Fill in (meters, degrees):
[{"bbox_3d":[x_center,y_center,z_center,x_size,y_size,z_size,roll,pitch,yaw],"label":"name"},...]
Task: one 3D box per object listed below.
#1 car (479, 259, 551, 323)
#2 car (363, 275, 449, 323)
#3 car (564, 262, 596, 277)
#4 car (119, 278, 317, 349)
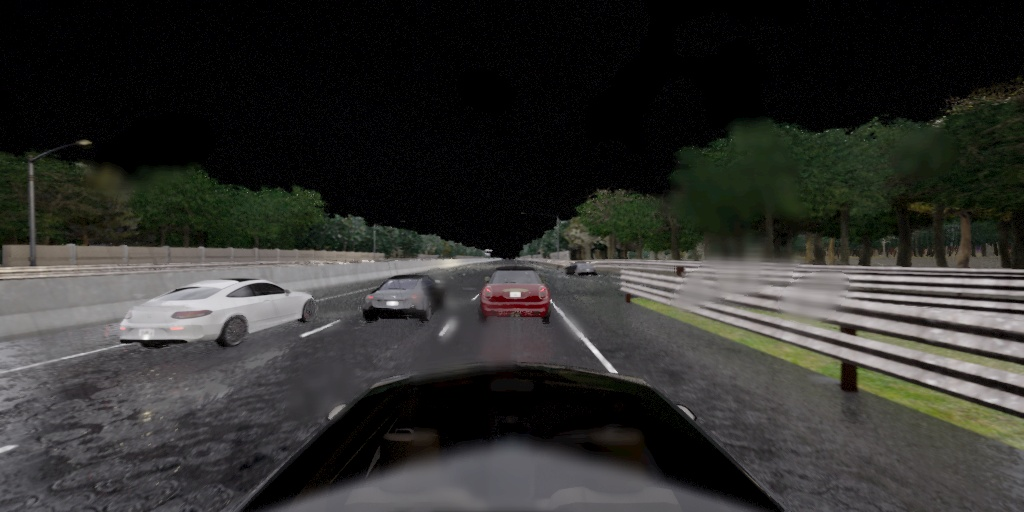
[{"bbox_3d":[0.098,1.111,12.242,2.097,1.767,4.553,0,0,0],"label":"car"},{"bbox_3d":[-3.402,1.323,12.218,1.994,1.385,4.181,0,0,0],"label":"car"},{"bbox_3d":[6.639,1.308,35.499,1.994,1.385,4.181,-2,0,-14],"label":"car"},{"bbox_3d":[-6.902,1.281,9.079,1.812,1.442,4.674,0,0,0],"label":"car"}]
